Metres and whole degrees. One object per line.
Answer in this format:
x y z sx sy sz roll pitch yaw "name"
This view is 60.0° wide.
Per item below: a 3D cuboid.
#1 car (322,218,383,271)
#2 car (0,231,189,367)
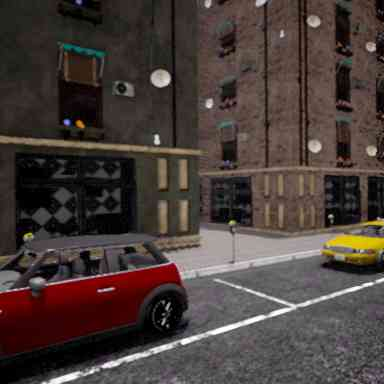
6.223 1.562 11.000 4.829 1.417 1.752 0 -1 -35 "car"
-2.132 1.443 5.057 4.097 1.590 1.967 0 -1 -35 "car"
